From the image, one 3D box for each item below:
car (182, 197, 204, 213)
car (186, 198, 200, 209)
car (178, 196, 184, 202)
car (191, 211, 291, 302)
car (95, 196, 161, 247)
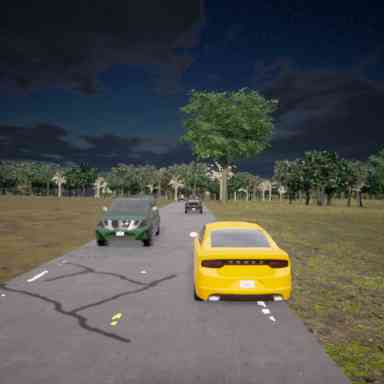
[{"bbox_3d":[0.179,1.475,35.861,1.837,1.490,4.892,0,0,0],"label":"car"},{"bbox_3d":[0.174,1.592,46.242,1.895,1.301,4.718,0,0,1],"label":"car"},{"bbox_3d":[-2.503,1.776,83.055,2.033,1.411,5.357,0,-1,0],"label":"car"},{"bbox_3d":[0.985,1.476,8.364,1.882,1.535,5.008,0,0,0],"label":"car"},{"bbox_3d":[-2.706,1.210,15.330,2.150,2.045,5.566,0,0,0],"label":"car"}]
